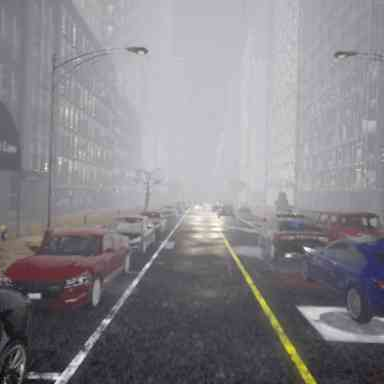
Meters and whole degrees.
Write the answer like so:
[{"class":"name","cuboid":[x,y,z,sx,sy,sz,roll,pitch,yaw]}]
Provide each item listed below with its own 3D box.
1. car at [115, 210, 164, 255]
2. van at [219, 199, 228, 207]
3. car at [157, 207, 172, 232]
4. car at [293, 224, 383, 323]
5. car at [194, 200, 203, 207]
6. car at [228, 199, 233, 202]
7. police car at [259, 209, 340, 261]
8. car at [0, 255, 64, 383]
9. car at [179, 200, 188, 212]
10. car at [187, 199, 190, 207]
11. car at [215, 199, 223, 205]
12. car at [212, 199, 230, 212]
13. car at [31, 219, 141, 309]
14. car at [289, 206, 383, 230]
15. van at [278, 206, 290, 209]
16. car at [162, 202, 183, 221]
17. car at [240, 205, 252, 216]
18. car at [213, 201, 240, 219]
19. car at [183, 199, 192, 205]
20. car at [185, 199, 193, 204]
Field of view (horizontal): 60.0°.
[{"class":"car","cuboid":[-2.527,1.647,13.627,2.008,1.369,4.403,1,-1,1]},{"class":"van","cuboid":[7.122,2.487,75.958,1.690,1.788,3.998,1,-1,1]},{"class":"car","cuboid":[-2.411,1.752,19.308,1.802,1.307,4.206,1,-1,1]},{"class":"car","cuboid":[3.946,1.735,7.471,1.812,1.442,4.674,2,-1,1]},{"class":"car","cuboid":[1.356,2.420,71.928,2.128,1.511,4.902,2,-1,1]},{"class":"car","cuboid":[6.892,2.315,64.594,2.192,1.841,5.009,1,-1,1]},{"class":"police car","cuboid":[3.941,1.709,13.607,1.930,1.638,5.238,1,-1,3]},{"class":"car","cuboid":[-2.757,1.515,2.262,1.947,1.339,4.313,1,-1,1]},{"class":"car","cuboid":[-1.949,2.015,42.036,2.008,1.369,4.403,1,-1,1]},{"class":"car","cuboid":[-1.719,2.193,53.400,1.802,1.307,4.206,1,-1,1]},{"class":"car","cuboid":[7.466,2.804,93.003,1.967,1.590,4.097,1,-1,1]},{"class":"car","cuboid":[3.882,2.207,48.545,2.128,1.511,4.902,2,-1,1]},{"class":"car","cuboid":[-2.641,1.568,7.945,1.887,1.381,4.507,1,-1,1]},{"class":"car","cuboid":[5.854,1.653,13.456,2.192,1.841,5.009,1,-1,1]},{"class":"van","cuboid":[5.969,1.753,19.138,1.690,1.788,3.998,1,-1,1]},{"class":"car","cuboid":[-2.180,1.868,30.673,2.008,1.369,4.403,1,-1,1]},{"class":"car","cuboid":[6.426,2.257,41.863,2.008,1.369,4.403,1,-1,1]},{"class":"car","cuboid":[3.655,2.104,36.250,2.033,1.411,5.357,2,-1,2]},{"class":"car","cuboid":[-1.142,2.543,81.811,1.947,1.339,4.313,1,-1,1]},{"class":"car","cuboid":[-0.911,2.673,93.175,2.008,1.369,4.403,1,-1,1]}]
